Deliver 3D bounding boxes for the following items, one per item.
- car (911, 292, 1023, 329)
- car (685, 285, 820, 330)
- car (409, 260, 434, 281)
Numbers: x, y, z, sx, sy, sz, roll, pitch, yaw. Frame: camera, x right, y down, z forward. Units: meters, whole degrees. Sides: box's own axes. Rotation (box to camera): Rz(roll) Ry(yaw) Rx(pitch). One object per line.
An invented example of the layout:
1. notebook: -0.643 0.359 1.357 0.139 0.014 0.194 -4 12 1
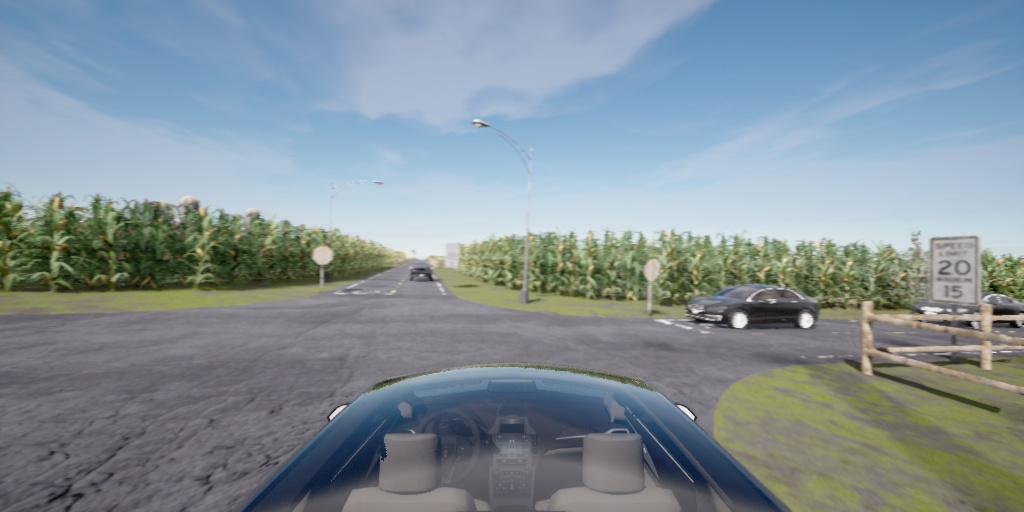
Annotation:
1. car: 20.377 2.340 15.970 4.902 1.511 2.128 3 -1 -13
2. car: 8.822 1.823 13.204 4.892 1.490 1.837 3 -1 -14
3. car: -7.989 1.358 31.750 1.837 1.490 4.892 2 -1 -14
